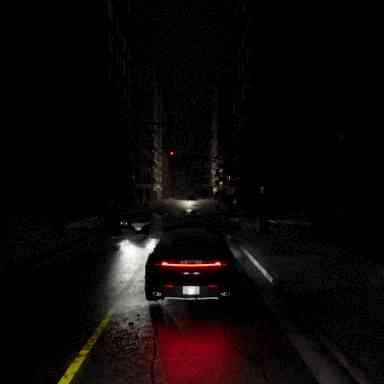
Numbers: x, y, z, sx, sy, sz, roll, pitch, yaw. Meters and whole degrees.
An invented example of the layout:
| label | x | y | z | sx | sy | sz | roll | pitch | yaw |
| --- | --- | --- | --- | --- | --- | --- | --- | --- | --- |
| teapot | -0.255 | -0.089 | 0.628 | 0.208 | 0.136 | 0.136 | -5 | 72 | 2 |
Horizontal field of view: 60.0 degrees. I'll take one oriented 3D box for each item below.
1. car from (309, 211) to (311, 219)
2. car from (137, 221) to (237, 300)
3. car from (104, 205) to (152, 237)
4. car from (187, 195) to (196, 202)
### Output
| label | x | y | z | sx | sy | sz | roll | pitch | yaw |
| --- | --- | --- | --- | --- | --- | --- | --- | --- | --- |
| car | 12.298 | 1.722 | 27.511 | 5.008 | 1.535 | 1.882 | 1 | 0 | -1 |
| car | -0.017 | 1.506 | 8.357 | 1.837 | 1.490 | 4.892 | 0 | 0 | 0 |
| car | -3.563 | 1.500 | 18.214 | 2.128 | 1.511 | 4.902 | 1 | 0 | -24 |
| car | -0.174 | 1.492 | 82.408 | 2.097 | 1.767 | 4.553 | 0 | 0 | 0 |
